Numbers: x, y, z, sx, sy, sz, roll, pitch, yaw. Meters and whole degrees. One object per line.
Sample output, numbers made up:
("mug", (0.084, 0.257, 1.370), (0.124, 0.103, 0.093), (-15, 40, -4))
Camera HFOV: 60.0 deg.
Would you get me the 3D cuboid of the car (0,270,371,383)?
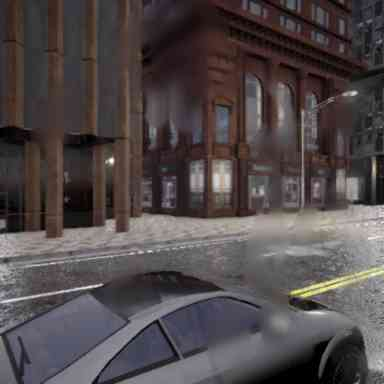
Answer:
("car", (-0.025, 1.555, 3.421), (4.181, 1.385, 1.994), (0, 0, -35))
